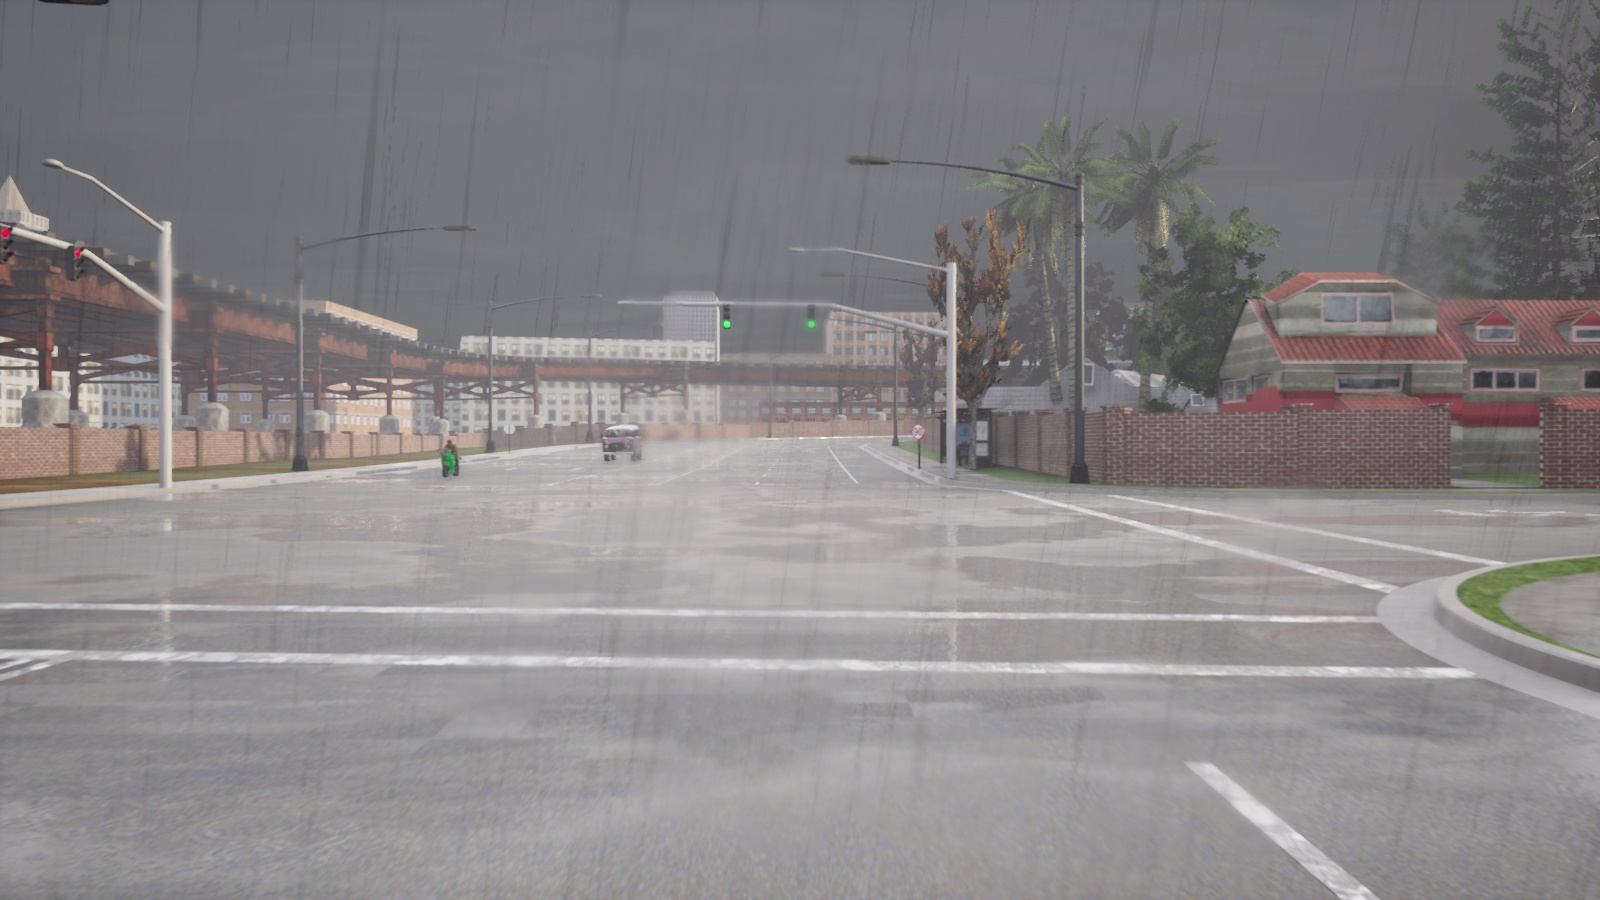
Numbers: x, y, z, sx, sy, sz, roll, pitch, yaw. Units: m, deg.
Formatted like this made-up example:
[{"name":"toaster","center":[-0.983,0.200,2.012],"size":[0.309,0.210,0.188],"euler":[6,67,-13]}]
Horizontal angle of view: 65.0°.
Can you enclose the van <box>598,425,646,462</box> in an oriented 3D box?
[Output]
[{"name":"van","center":[-10.084,-0.397,71.344],"size":[2.069,2.038,4.480],"euler":[0,1,0]}]

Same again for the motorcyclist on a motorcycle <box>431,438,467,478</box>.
[{"name":"motorcyclist on a motorcycle","center":[-13.709,0.312,49.097],"size":[0.797,1.523,2.044],"euler":[0,1,0]}]
